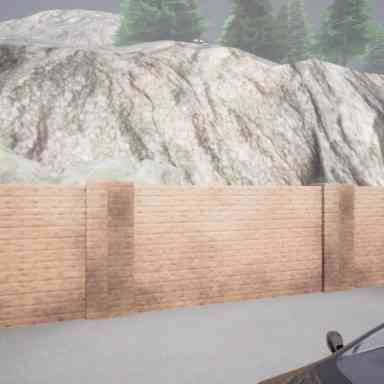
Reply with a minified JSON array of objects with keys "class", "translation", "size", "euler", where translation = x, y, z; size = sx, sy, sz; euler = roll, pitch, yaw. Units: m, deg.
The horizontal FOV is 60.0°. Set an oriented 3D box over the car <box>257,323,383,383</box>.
[{"class":"car","translation":[2.100,1.492,1.946],"size":[4.902,1.511,2.128],"euler":[0,0,-19]}]
